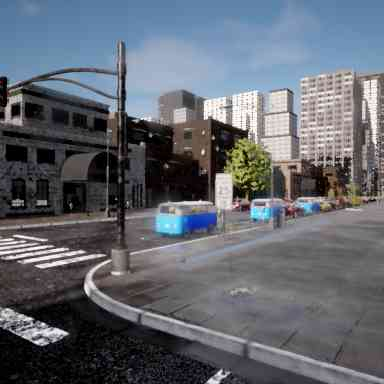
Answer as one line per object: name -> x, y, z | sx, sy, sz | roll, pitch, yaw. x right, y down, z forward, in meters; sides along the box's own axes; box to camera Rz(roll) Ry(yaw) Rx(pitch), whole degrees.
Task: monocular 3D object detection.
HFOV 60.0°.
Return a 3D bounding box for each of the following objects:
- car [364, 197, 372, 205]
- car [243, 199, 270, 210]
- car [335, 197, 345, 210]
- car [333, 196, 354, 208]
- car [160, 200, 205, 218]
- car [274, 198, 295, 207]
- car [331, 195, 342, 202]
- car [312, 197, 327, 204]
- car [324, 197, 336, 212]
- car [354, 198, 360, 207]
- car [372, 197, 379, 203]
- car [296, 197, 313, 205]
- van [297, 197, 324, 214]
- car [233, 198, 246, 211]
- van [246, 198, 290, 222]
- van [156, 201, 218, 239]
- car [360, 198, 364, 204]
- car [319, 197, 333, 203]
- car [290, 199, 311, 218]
car -> 34.644, 1.810, 67.444 | 1.887, 1.381, 4.507 | 0, 0, 35
car -> 8.800, 1.629, 45.111 | 1.887, 1.381, 4.507 | 0, 0, 35
car -> 18.822, 1.729, 44.818 | 1.947, 1.339, 4.313 | 0, 0, 35
car -> 21.988, 1.497, 49.345 | 2.192, 1.841, 5.009 | 0, 0, 35
car -> -0.790, 1.558, 31.396 | 1.752, 1.417, 4.829 | 0, 0, 35
car -> 15.129, 1.666, 54.161 | 1.887, 1.381, 4.507 | 0, 0, 35
car -> 37.279, 1.713, 85.836 | 1.967, 1.590, 4.097 | 0, 0, 35
car -> 27.688, 1.729, 72.122 | 1.752, 1.417, 4.829 | 0, 0, 35
car -> 15.755, 1.671, 40.433 | 1.752, 1.417, 4.829 | 0, 0, 35
car -> 25.152, 1.517, 53.870 | 2.192, 1.841, 5.009 | 0, 0, 35
car -> 44.137, 1.900, 81.020 | 1.947, 1.339, 4.313 | 0, 0, 35
car -> 21.458, 1.706, 63.211 | 1.887, 1.381, 4.507 | 0, 0, 35
van -> 12.494, 1.469, 35.768 | 1.690, 1.788, 3.998 | 0, 0, 35
car -> 5.637, 1.507, 40.587 | 1.967, 1.590, 4.097 | 0, 0, 35
van -> 6.165, 1.436, 26.718 | 1.690, 1.788, 3.998 | 0, 0, 35
van -> -0.163, 1.407, 17.668 | 1.690, 1.788, 3.998 | 0, 0, 35
car -> 28.413, 1.748, 58.534 | 1.752, 1.417, 4.829 | 0, 0, 35
car -> 30.950, 1.792, 76.786 | 1.947, 1.339, 4.313 | 0, 0, 35
car -> 9.328, 1.655, 31.243 | 1.887, 1.381, 4.507 | 0, 0, 35
